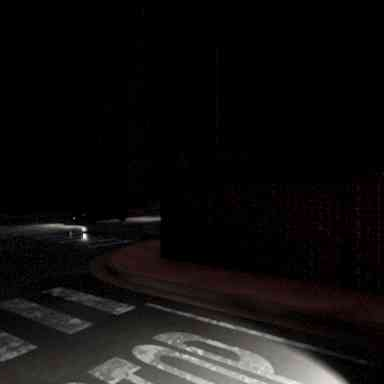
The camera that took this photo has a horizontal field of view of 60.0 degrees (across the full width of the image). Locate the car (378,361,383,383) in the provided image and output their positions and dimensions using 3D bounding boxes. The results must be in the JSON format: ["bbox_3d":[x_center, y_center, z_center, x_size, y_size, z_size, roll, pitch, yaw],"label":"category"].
[{"bbox_3d":[3.231,1.563,1.702,4.181,1.385,1.994,0,0,35],"label":"car"}]

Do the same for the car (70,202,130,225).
[{"bbox_3d":[-6.562,1.479,24.218,1.812,1.442,4.674,0,0,35],"label":"car"}]
